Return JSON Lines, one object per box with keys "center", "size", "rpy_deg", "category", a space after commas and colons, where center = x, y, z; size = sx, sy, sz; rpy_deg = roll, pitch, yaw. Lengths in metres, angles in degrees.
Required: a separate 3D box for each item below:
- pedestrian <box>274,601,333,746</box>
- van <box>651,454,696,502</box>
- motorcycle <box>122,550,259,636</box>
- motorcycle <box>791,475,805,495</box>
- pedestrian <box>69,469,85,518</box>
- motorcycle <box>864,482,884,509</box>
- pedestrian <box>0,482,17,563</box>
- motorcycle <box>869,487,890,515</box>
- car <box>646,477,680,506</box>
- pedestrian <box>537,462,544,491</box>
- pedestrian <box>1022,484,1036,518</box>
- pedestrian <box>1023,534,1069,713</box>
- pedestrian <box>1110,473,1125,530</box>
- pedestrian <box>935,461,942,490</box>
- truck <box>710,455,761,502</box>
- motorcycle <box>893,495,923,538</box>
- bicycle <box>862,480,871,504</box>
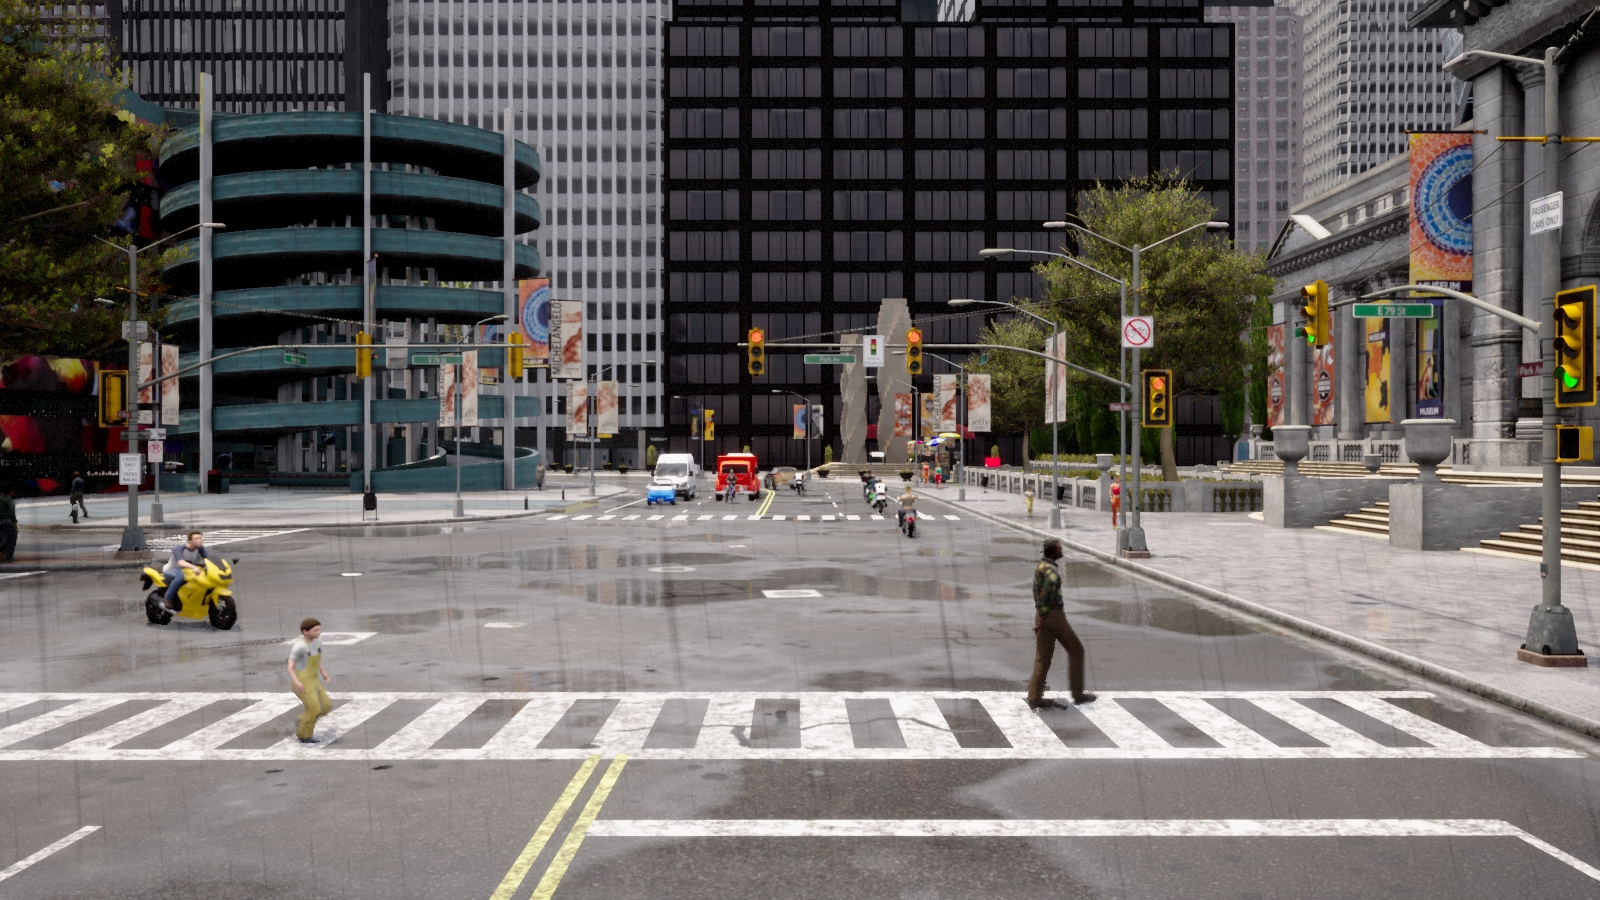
{"center": [-4.746, 2.124, 10.930], "size": [0.375, 1.300, 0.375], "rpy_deg": [0, 0, 11], "category": "pedestrian"}
{"center": [-7.042, 1.510, 64.165], "size": [1.988, 2.561, 5.915], "rpy_deg": [0, 0, -1], "category": "van"}
{"center": [-9.533, 2.206, 17.858], "size": [2.033, 1.145, 0.803], "rpy_deg": [0, 0, 24], "category": "motorcycle"}
{"center": [-0.111, 2.185, 71.633], "size": [0.803, 1.145, 2.033], "rpy_deg": [0, 0, -2], "category": "motorcycle"}
{"center": [-27.753, 1.679, 43.854], "size": [0.375, 1.860, 0.375], "rpy_deg": [0, 0, 15], "category": "pedestrian"}
{"center": [3.529, 2.161, 54.826], "size": [0.856, 1.236, 1.805], "rpy_deg": [0, 0, 0], "category": "motorcycle"}
{"center": [-18.572, 1.693, 26.638], "size": [0.375, 1.860, 0.375], "rpy_deg": [0, 0, 8], "category": "pedestrian"}
{"center": [3.448, 2.194, 49.476], "size": [0.803, 1.145, 2.033], "rpy_deg": [0, 0, 1], "category": "motorcycle"}
{"center": [-6.988, 2.098, 58.266], "size": [1.481, 1.376, 2.207], "rpy_deg": [0, 0, 0], "category": "car"}
{"center": [-16.456, 1.668, 72.492], "size": [0.375, 1.860, 0.375], "rpy_deg": [0, 0, -9], "category": "pedestrian"}
{"center": [8.846, 1.959, 44.148], "size": [0.375, 1.300, 0.375], "rpy_deg": [0, 0, -18], "category": "pedestrian"}
{"center": [2.639, 1.842, 12.262], "size": [0.375, 1.860, 0.375], "rpy_deg": [0, 0, -9], "category": "pedestrian"}
{"center": [10.392, 1.682, 37.399], "size": [0.375, 1.860, 0.375], "rpy_deg": [0, 0, -11], "category": "pedestrian"}
{"center": [9.111, 1.667, 75.023], "size": [0.375, 1.860, 0.375], "rpy_deg": [0, 0, -3], "category": "pedestrian"}
{"center": [-3.541, 1.543, 64.074], "size": [2.627, 2.467, 5.204], "rpy_deg": [0, 0, -1], "category": "truck"}
{"center": [3.505, 2.155, 37.384], "size": [0.764, 1.277, 2.356], "rpy_deg": [0, 0, 0], "category": "motorcycle"}
{"center": [3.494, 2.187, 60.166], "size": [0.329, 1.171, 1.835], "rpy_deg": [0, 0, 0], "category": "bicycle"}
